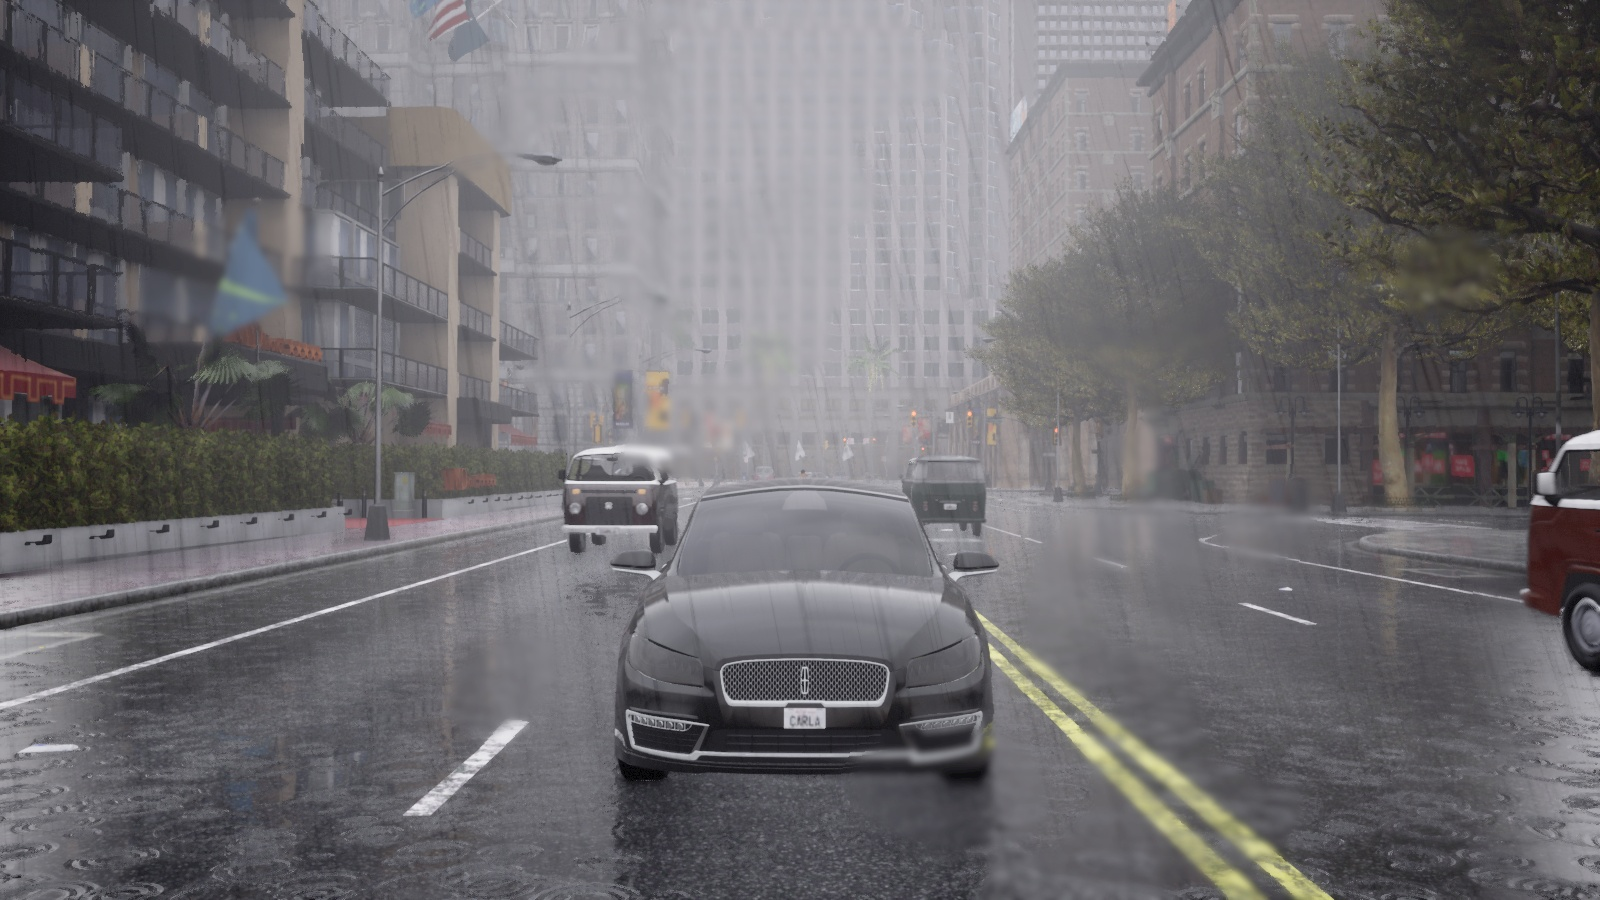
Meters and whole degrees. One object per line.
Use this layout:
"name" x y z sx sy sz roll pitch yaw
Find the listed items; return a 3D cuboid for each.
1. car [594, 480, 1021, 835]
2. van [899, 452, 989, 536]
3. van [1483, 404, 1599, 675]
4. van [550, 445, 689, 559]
"car" 0.035 0.951 7.865 1.837 1.490 4.892 0 -1 0
"van" 3.591 1.090 32.051 1.775 1.987 4.442 0 -1 0
"van" 7.028 0.657 8.788 2.069 2.038 4.480 0 -1 1
"van" -3.426 0.964 24.639 2.069 2.038 4.480 0 -1 0
